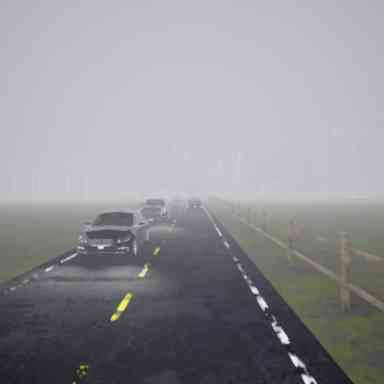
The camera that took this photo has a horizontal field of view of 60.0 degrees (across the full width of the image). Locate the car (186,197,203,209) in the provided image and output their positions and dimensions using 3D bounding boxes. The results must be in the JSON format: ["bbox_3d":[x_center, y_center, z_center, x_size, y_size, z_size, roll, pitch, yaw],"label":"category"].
[{"bbox_3d":[0.343,1.367,43.833,2.033,1.411,5.357,0,0,0],"label":"car"}]

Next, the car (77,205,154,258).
[{"bbox_3d":[-2.780,1.446,12.621,1.837,1.490,4.892,0,0,0],"label":"car"}]

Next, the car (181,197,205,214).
[{"bbox_3d":[0.280,1.406,32.994,2.033,1.411,5.357,0,0,0],"label":"car"}]

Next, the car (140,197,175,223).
[{"bbox_3d":[-2.676,1.245,24.457,2.097,1.767,4.553,0,0,1],"label":"car"}]

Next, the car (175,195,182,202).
[{"bbox_3d":[-2.445,1.324,59.847,2.033,1.411,5.357,0,0,1],"label":"car"}]
